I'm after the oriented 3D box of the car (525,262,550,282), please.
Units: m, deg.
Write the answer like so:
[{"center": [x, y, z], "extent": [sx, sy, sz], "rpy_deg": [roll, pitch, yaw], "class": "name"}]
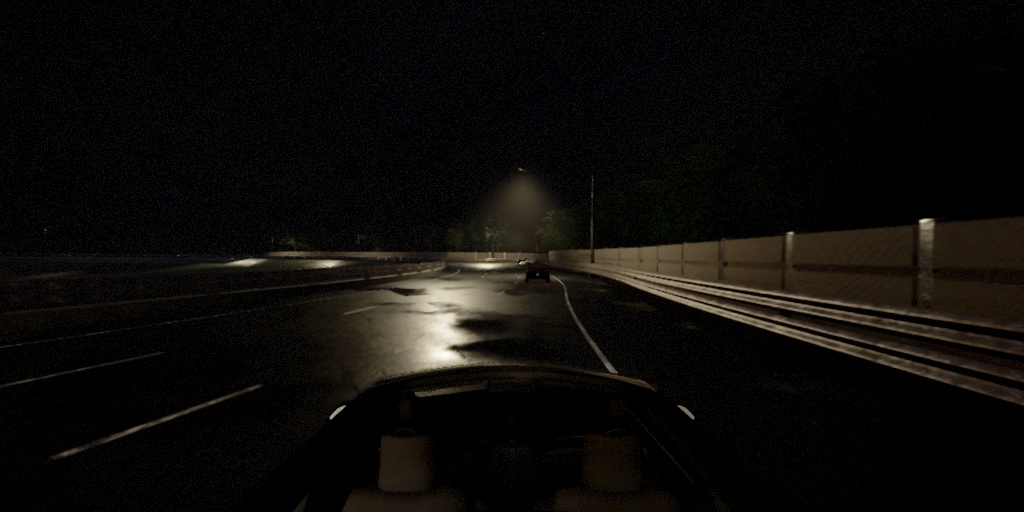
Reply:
[{"center": [2.127, 1.307, 30.064], "extent": [1.882, 1.535, 5.008], "rpy_deg": [1, 0, 4], "class": "car"}]
